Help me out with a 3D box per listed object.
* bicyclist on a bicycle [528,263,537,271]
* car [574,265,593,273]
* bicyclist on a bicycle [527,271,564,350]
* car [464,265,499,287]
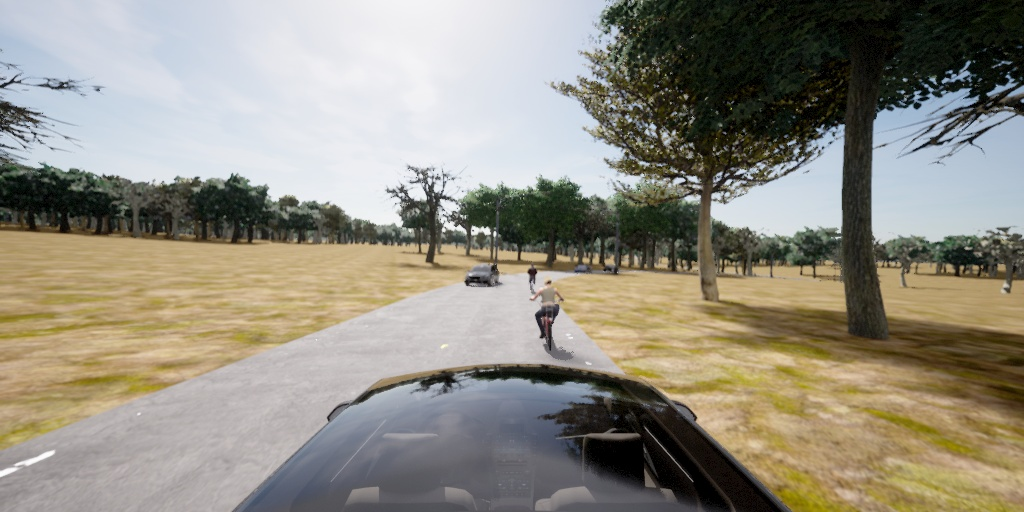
[{"bbox_3d":[1.222,1.312,21.339,0.659,1.776,1.843,1,0,4],"label":"bicyclist on a bicycle"},{"bbox_3d":[11.996,2.145,59.777,2.033,1.411,5.357,2,0,29],"label":"car"},{"bbox_3d":[0.828,1.259,8.371,0.866,1.612,1.509,0,0,0],"label":"bicyclist on a bicycle"},{"bbox_3d":[-2.135,1.397,26.539,1.837,1.490,4.892,1,0,8],"label":"car"}]
